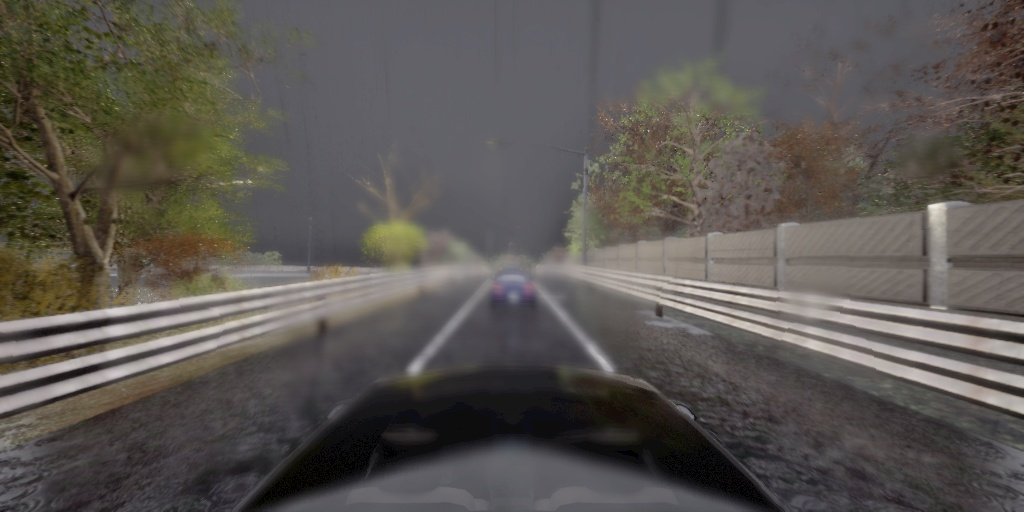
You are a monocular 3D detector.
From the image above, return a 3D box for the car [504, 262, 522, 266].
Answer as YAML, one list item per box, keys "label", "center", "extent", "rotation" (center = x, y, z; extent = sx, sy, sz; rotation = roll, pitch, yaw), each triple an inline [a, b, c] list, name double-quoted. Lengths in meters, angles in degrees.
- label: "car"
  center: [0.073, 1.265, 29.431]
  extent: [2.097, 1.767, 4.553]
  rotation: [0, -1, 1]

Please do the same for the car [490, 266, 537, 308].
- label: "car"
  center: [0.068, 1.342, 15.449]
  extent: [1.812, 1.442, 4.674]
  rotation: [0, 0, 0]
